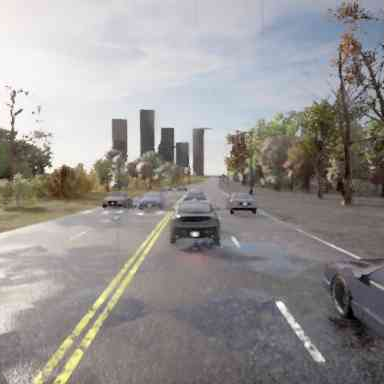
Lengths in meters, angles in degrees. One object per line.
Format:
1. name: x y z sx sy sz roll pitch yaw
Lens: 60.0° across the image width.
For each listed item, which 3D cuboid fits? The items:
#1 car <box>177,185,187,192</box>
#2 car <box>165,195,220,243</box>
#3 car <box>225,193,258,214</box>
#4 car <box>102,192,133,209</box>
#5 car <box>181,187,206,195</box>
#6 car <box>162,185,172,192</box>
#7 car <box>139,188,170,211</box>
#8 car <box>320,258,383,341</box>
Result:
1. car: -2.024 -0.738 69.349 1.994 1.385 4.181 0 2 2
2. car: 0.119 1.091 13.672 1.837 1.490 4.892 -1 2 0
3. car: 3.472 0.746 24.024 2.033 1.411 5.357 0 2 1
4. car: -6.418 0.695 28.949 1.994 1.385 4.181 0 2 1
5. car: 0.297 0.556 29.848 1.994 1.385 4.181 0 2 1
6. car: -5.240 -0.778 70.313 2.128 1.511 4.902 0 2 2
7. car: -3.194 0.669 27.612 1.812 1.442 4.674 -1 2 1
8. car: 3.342 1.429 3.828 2.033 1.411 5.357 -1 2 0
